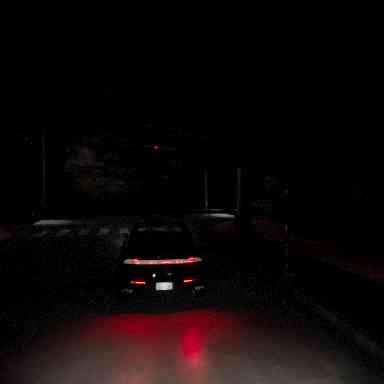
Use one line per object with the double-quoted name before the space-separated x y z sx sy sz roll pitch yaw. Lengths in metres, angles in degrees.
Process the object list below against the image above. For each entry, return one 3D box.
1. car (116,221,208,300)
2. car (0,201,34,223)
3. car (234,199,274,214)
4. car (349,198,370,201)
"car" -0.840 1.492 8.425 2.128 1.511 4.902 0 0 -8
"car" -13.497 1.349 22.670 4.892 1.490 1.837 0 0 -12
"car" 6.257 1.368 30.803 4.674 1.442 1.812 0 0 -12
"car" 16.370 1.348 33.046 4.892 1.490 1.837 0 0 -12
